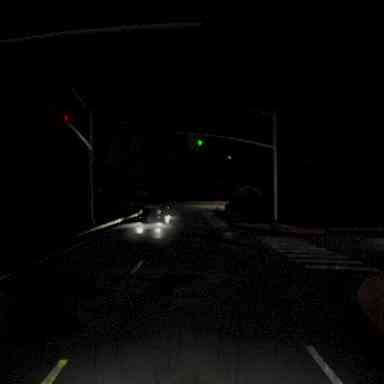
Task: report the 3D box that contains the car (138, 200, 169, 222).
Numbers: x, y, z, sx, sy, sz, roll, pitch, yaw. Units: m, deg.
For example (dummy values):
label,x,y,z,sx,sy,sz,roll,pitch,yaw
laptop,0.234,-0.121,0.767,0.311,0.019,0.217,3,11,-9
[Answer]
label,x,y,z,sx,sy,sz,roll,pitch,yaw
car,-3.599,1.745,30.388,2.097,1.767,4.553,0,-1,0

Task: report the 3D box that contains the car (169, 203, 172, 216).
label,x,y,z,sx,sy,sz,roll,pitch,yaw
car,-3.575,1.871,40.150,2.097,1.767,4.553,0,-1,0
